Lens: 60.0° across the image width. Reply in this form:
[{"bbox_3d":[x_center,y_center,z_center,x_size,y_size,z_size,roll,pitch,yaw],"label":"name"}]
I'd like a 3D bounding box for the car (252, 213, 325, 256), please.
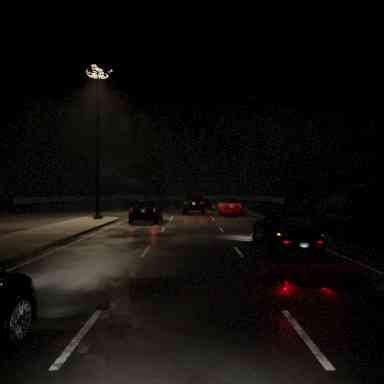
[{"bbox_3d":[3.601,1.524,12.979,1.812,1.442,4.674,0,0,0],"label":"car"}]

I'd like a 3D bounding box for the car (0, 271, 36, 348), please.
[{"bbox_3d":[-3.400,1.490,3.389,2.128,1.511,4.902,0,0,0],"label":"car"}]

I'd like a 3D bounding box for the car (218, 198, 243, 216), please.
[{"bbox_3d":[3.690,1.348,32.644,2.097,1.767,4.553,0,0,1],"label":"car"}]

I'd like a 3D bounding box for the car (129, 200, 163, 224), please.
[{"bbox_3d":[-3.397,1.349,25.156,2.097,1.767,4.553,0,0,0],"label":"car"}]

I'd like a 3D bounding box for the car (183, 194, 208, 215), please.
[{"bbox_3d":[0.255,1.217,34.213,2.150,2.045,5.566,0,0,2],"label":"car"}]

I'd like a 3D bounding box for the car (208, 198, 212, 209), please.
[{"bbox_3d":[1.495,1.485,44.023,2.128,1.511,4.902,0,0,12],"label":"car"}]
